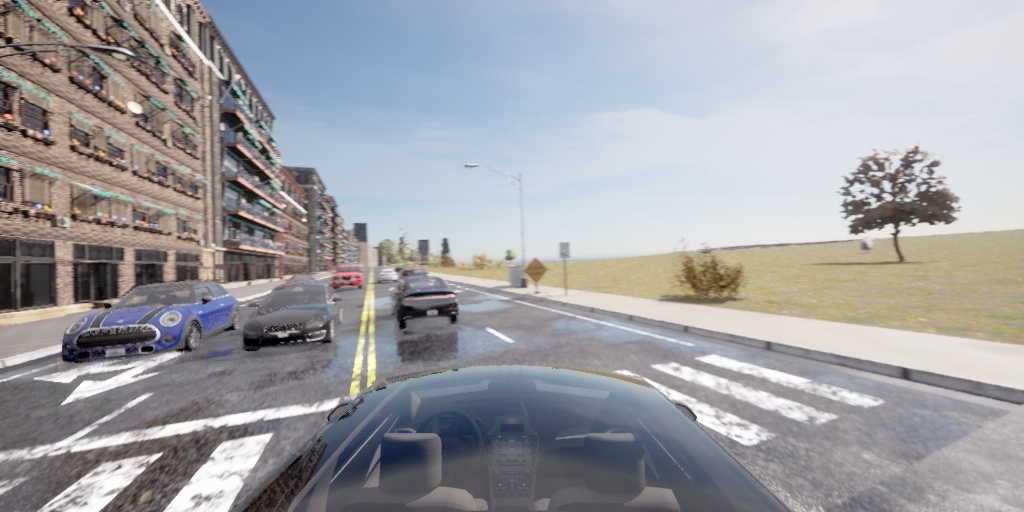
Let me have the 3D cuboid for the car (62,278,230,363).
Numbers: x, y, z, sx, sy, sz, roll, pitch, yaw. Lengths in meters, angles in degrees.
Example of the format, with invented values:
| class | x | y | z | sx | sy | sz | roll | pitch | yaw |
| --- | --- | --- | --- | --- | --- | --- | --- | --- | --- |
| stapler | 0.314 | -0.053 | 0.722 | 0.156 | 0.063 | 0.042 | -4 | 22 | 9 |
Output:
| class | x | y | z | sx | sy | sz | roll | pitch | yaw |
| --- | --- | --- | --- | --- | --- | --- | --- | --- | --- |
| car | -9.296 | 1.521 | 9.751 | 2.097 | 1.767 | 4.553 | -2 | -1 | -21 |

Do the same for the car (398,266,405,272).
| class | x | y | z | sx | sy | sz | roll | pitch | yaw |
| --- | --- | --- | --- | --- | --- | --- | --- | --- | --- |
| car | -14.510 | 2.265 | 50.408 | 1.882 | 1.535 | 5.008 | -2 | 0 | -21 |

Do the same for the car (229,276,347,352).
| class | x | y | z | sx | sy | sz | roll | pitch | yaw |
| --- | --- | --- | --- | --- | --- | --- | --- | --- | --- |
| car | -6.018 | 1.555 | 10.300 | 1.837 | 1.490 | 4.892 | -2 | 0 | -21 |

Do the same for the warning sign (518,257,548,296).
| class | x | y | z | sx | sy | sz | roll | pitch | yaw |
| --- | --- | --- | --- | --- | --- | --- | --- | --- | --- |
| warning sign | 1.233 | 0.977 | 17.765 | 1.300 | 1.860 | 1.060 | 0 | 0 | -21 |

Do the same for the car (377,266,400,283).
| class | x | y | z | sx | sy | sz | roll | pitch | yaw |
| --- | --- | --- | --- | --- | --- | --- | --- | --- | --- |
| car | -13.614 | 2.165 | 39.234 | 1.812 | 1.442 | 4.674 | -2 | 0 | -21 |

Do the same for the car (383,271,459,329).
| class | x | y | z | sx | sy | sz | roll | pitch | yaw |
| --- | --- | --- | --- | --- | --- | --- | --- | --- | --- |
| car | -3.151 | 1.460 | 12.472 | 2.128 | 1.511 | 4.902 | -2 | -1 | -21 |

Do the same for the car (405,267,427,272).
| class | x | y | z | sx | sy | sz | roll | pitch | yaw |
| --- | --- | --- | --- | --- | --- | --- | --- | --- | --- |
| car | -10.249 | 2.065 | 39.532 | 2.033 | 1.411 | 5.357 | -2 | -1 | -21 |

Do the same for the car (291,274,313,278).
| class | x | y | z | sx | sy | sz | roll | pitch | yaw |
| --- | --- | --- | --- | --- | --- | --- | --- | --- | --- |
| car | -16.284 | 2.146 | 27.777 | 1.812 | 1.442 | 4.674 | -2 | -1 | -21 |

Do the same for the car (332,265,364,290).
| class | x | y | z | sx | sy | sz | roll | pitch | yaw |
| --- | --- | --- | --- | --- | --- | --- | --- | --- | --- |
| car | -13.829 | 1.777 | 30.404 | 2.150 | 2.045 | 5.566 | -2 | -1 | -21 |
